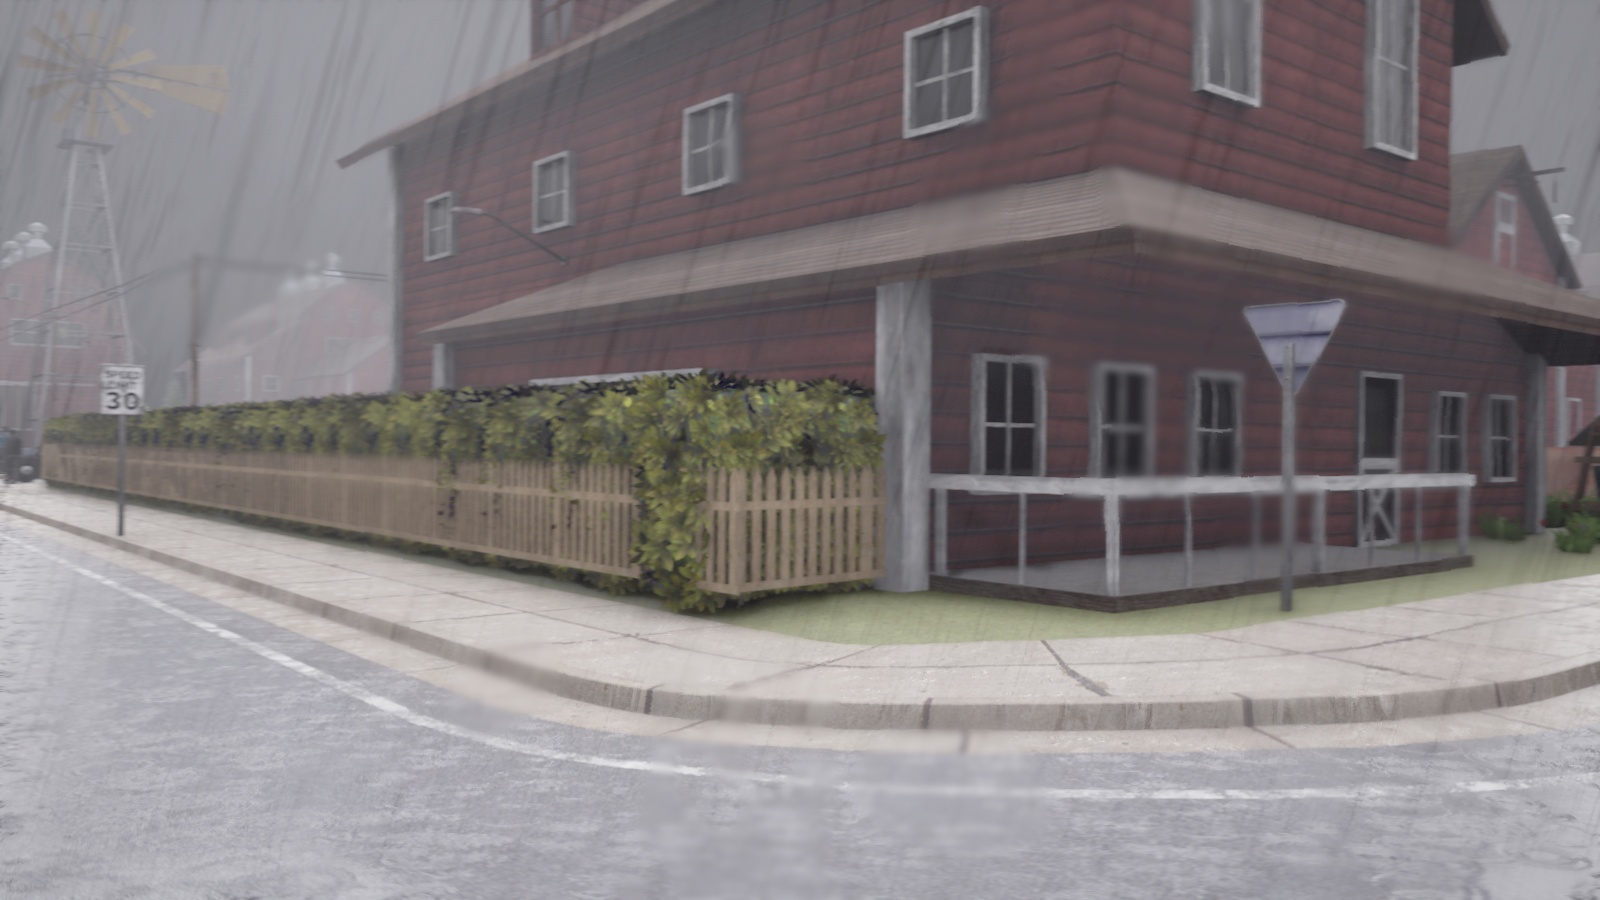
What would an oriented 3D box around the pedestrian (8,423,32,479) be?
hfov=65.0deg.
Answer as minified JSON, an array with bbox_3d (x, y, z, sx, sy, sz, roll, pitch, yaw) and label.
[{"bbox_3d":[-25.714,0.034,41.406,0.703,1.840,0.431,1,0,37],"label":"pedestrian"}]

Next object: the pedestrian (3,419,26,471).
[{"bbox_3d":[-29.821,-0.196,47.655,0.396,1.930,0.692,1,0,2],"label":"pedestrian"}]

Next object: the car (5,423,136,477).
[{"bbox_3d":[-26.618,0.010,45.882,3.866,1.878,1.905,1,0,-40],"label":"car"}]
